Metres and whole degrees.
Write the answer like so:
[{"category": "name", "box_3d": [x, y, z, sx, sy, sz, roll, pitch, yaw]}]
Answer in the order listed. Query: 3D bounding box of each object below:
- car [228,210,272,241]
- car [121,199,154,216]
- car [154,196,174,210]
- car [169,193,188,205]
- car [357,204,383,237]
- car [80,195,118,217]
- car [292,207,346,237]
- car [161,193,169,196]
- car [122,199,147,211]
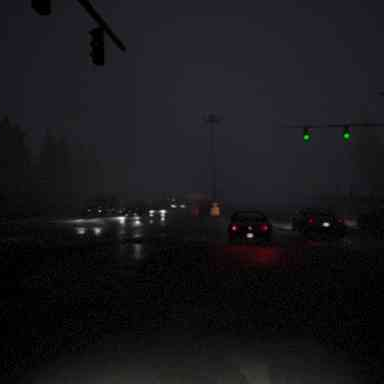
[{"category": "car", "box_3d": [2.785, 1.552, 16.373, 1.895, 1.301, 4.718, -1, 0, 8]}, {"category": "car", "box_3d": [-5.565, 1.594, 33.686, 1.812, 1.442, 4.674, -1, 0, 8]}, {"category": "car", "box_3d": [-4.136, 1.568, 43.761, 1.812, 1.442, 4.674, -1, 0, 8]}, {"category": "car", "box_3d": [-2.071, 1.357, 58.104, 2.097, 1.767, 4.553, -1, 0, 9]}, {"category": "car", "box_3d": [9.888, 1.336, 16.641, 2.128, 1.511, 4.902, -1, 0, 8]}, {"category": "car", "box_3d": [-9.172, 1.343, 33.385, 2.150, 2.045, 5.566, -1, 0, 6]}, {"category": "car", "box_3d": [6.446, 1.460, 17.282, 1.994, 1.385, 4.181, -1, 0, 8]}, {"category": "car", "box_3d": [-4.855, 1.266, 63.228, 2.150, 2.045, 5.566, -1, 0, 8]}, {"category": "car", "box_3d": [-7.593, 1.655, 44.292, 1.994, 1.385, 4.181, -1, 0, 8]}]
